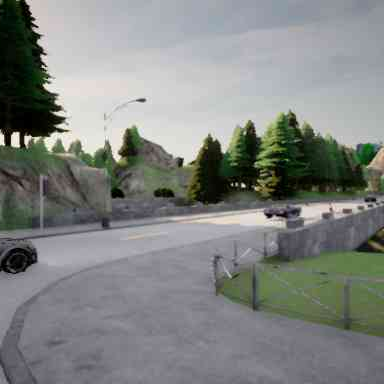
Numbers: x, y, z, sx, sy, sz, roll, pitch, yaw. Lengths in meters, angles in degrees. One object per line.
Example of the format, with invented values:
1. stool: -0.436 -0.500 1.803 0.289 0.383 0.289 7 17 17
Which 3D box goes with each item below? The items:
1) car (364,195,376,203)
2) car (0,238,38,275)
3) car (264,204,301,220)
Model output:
1. car: 38.556 1.525 72.003 1.837 1.490 4.892 -1 0 36
2. car: -6.445 1.648 8.925 1.994 1.385 4.181 -1 0 36
3. car: 8.081 1.686 29.285 1.895 1.301 4.718 -1 0 36
